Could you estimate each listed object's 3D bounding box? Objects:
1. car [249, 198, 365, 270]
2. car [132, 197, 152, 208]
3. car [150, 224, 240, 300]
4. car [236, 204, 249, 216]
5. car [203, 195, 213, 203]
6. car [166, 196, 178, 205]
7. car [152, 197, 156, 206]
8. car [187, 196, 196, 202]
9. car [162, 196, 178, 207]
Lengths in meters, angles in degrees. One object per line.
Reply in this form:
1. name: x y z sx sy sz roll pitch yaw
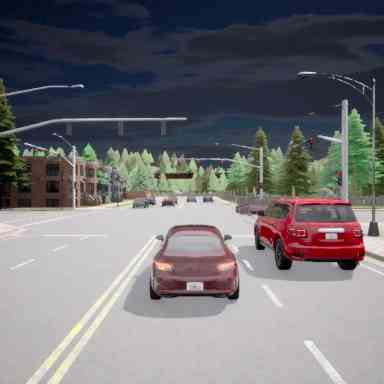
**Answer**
1. car: 3.557 1.221 11.146 2.150 2.045 5.566 0 0 0
2. car: -7.165 1.505 46.954 1.837 1.490 4.892 0 0 0
3. car: 0.049 1.526 8.266 1.812 1.442 4.674 0 0 0
4. car: 6.387 1.564 32.564 4.181 1.385 1.994 0 0 1
5. car: 3.397 1.354 72.345 2.097 1.767 4.553 0 0 0
6. car: -3.653 1.505 62.021 1.837 1.490 4.892 0 0 0
7. car: -7.179 1.547 56.698 2.033 1.411 5.357 0 0 0
8. car: -0.120 1.553 73.407 1.994 1.385 4.181 0 0 0
9. car: -3.648 1.601 51.734 1.895 1.301 4.718 0 0 0
